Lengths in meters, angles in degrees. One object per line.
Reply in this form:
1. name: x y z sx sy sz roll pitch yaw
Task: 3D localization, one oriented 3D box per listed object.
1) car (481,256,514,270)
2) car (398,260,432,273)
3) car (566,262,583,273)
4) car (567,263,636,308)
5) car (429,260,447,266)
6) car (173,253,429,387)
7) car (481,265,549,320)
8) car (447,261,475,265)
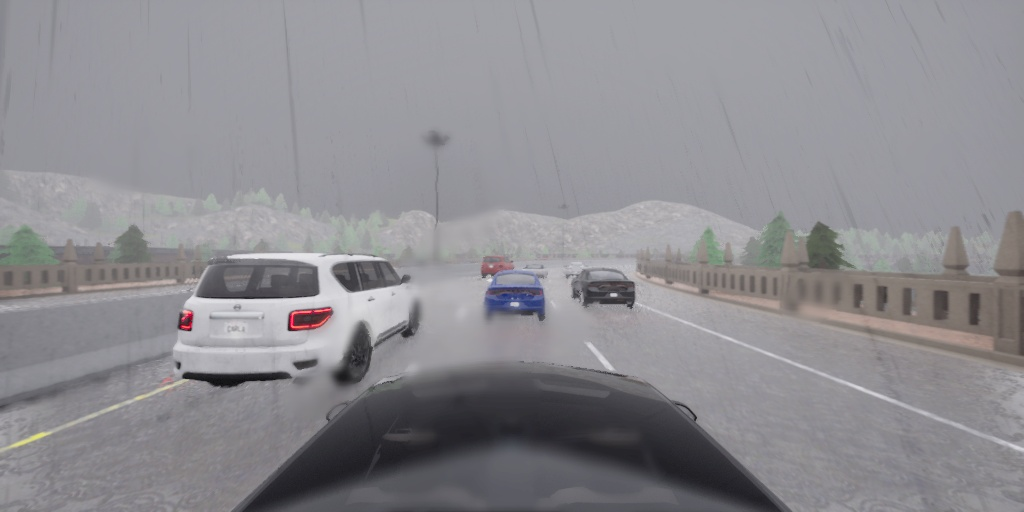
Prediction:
1. car: -1.226 0.991 32.987 2.150 2.045 5.566 0 0 12
2. car: -12.381 1.284 45.918 1.837 1.490 4.892 0 0 18
3. car: 6.226 1.296 34.115 1.812 1.442 4.674 0 0 13
4. car: 3.701 1.236 15.213 1.882 1.535 5.008 0 0 2
5. car: -9.189 1.254 44.442 1.882 1.535 5.008 0 0 18
6. car: -3.412 0.975 7.096 2.150 2.045 5.566 0 0 0
7. car: 0.134 1.235 12.732 1.882 1.535 5.008 0 0 1
8. car: -5.598 1.324 44.394 2.033 1.411 5.357 0 0 18
